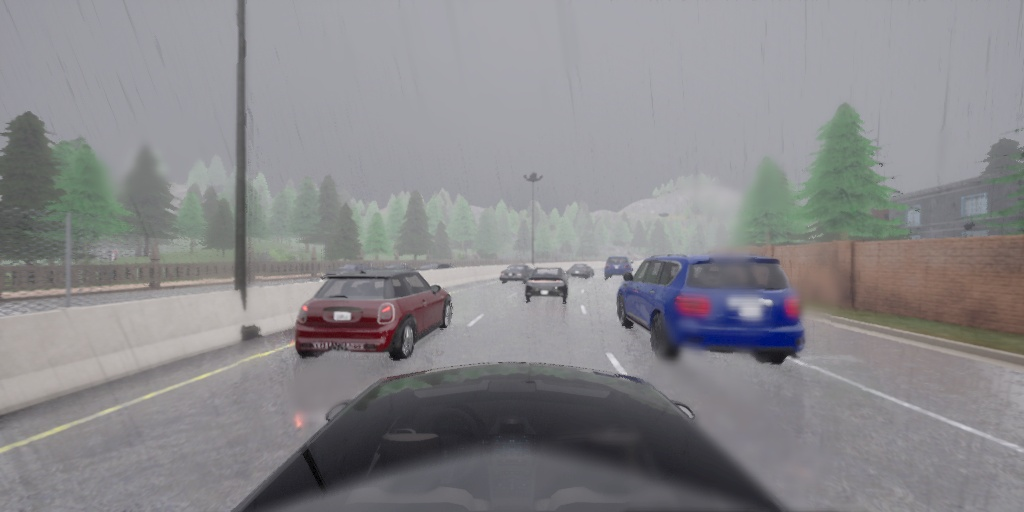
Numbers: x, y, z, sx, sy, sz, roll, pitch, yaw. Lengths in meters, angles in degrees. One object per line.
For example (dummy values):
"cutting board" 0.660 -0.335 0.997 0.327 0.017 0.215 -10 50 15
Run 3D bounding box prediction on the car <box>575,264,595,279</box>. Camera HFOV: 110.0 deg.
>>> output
"car" 6.509 1.393 33.670 1.994 1.385 4.181 0 0 21

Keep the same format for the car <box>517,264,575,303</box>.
"car" 1.766 1.278 17.090 2.128 1.511 4.902 0 0 10

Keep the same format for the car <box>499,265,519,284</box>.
"car" 0.614 1.356 27.491 2.033 1.411 5.357 0 0 17

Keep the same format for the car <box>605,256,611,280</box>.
"car" 9.729 1.052 32.464 2.150 2.045 5.566 0 0 21

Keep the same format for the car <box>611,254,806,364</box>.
"car" 4.024 0.991 8.371 2.150 2.045 5.566 0 0 5

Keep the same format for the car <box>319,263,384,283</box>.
"car" -13.322 1.346 30.249 2.033 1.411 5.357 0 0 16

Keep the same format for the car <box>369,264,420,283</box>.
"car" -9.693 1.366 29.995 1.994 1.385 4.181 0 0 17

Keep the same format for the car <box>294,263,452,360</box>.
"car" -2.911 1.114 8.610 2.097 1.767 4.553 0 0 4
